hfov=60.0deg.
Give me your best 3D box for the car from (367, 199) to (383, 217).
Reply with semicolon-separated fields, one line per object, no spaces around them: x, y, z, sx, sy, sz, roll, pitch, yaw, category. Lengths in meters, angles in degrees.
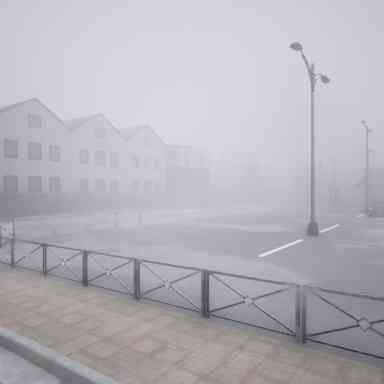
15.407;1.298;26.815;2.007;1.523;4.514;0;0;35;car
